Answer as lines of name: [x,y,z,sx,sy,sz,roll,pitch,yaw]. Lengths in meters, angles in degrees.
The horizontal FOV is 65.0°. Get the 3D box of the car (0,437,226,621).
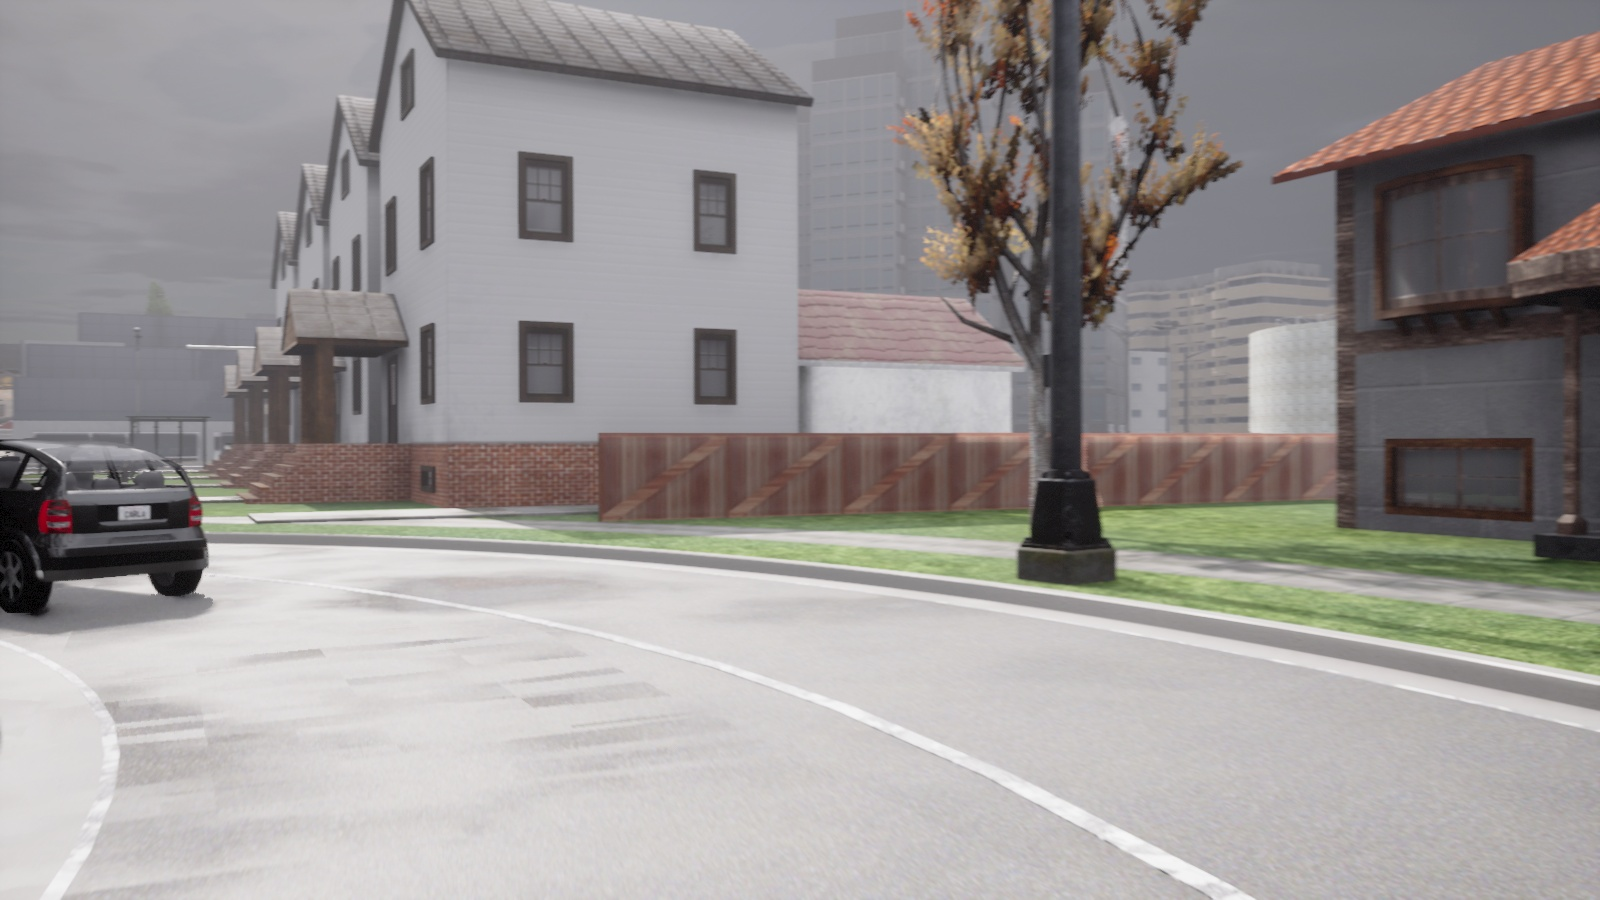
car: [-7.597,0.665,12.338,3.705,1.549,1.789,0,0,31]
